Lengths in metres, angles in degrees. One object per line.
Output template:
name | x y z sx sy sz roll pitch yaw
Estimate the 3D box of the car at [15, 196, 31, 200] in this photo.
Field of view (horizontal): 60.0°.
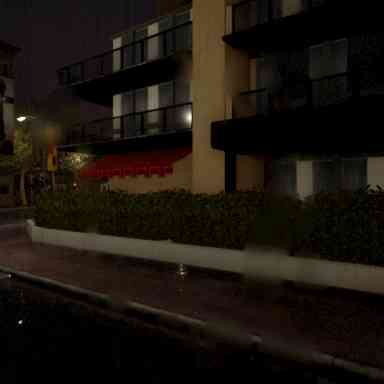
car | -35.696 1.477 67.692 4.892 1.521 2.231 0 0 36
